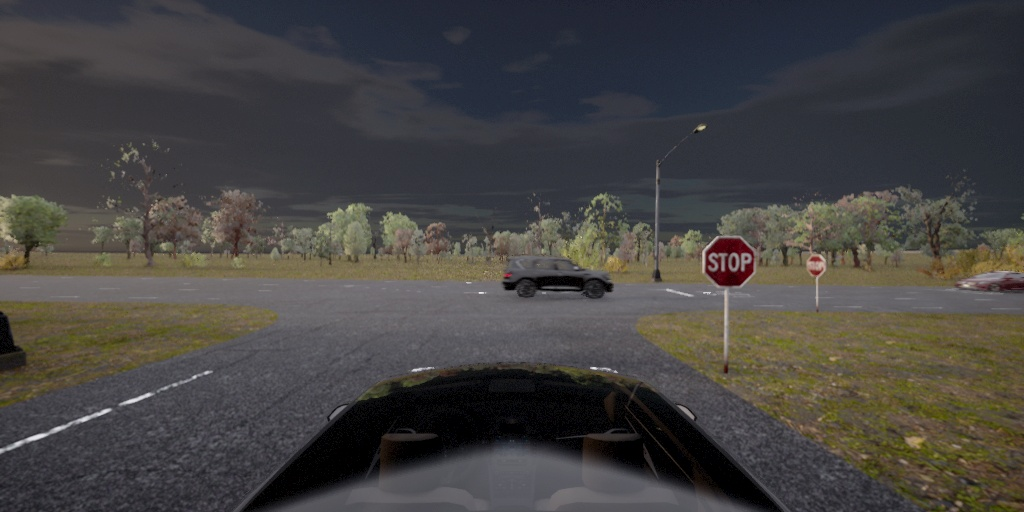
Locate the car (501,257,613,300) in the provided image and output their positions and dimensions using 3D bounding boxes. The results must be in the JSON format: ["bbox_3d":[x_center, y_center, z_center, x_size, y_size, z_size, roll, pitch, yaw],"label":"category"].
[{"bbox_3d":[2.235,1.064,18.222,5.566,2.045,2.150,1,0,0],"label":"car"}]

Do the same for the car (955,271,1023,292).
[{"bbox_3d":[34.019,1.802,24.994,4.674,1.442,1.812,0,0,0],"label":"car"}]
